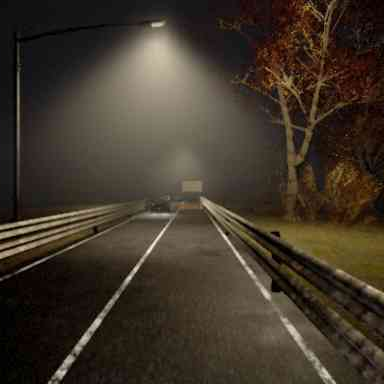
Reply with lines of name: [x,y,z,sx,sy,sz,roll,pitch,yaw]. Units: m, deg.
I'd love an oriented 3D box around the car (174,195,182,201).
car: [-3.262,1.401,76.543,1.895,1.301,4.718,0,0,0]

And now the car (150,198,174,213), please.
car: [-3.349,1.514,36.076,1.994,1.385,4.181,0,0,0]

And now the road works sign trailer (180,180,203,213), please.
road works sign trailer: [0.004,0.414,37.001,2.380,3.560,2.880,0,0,0]
